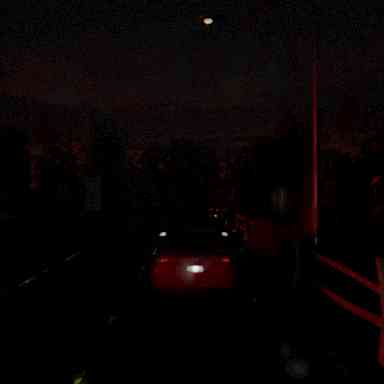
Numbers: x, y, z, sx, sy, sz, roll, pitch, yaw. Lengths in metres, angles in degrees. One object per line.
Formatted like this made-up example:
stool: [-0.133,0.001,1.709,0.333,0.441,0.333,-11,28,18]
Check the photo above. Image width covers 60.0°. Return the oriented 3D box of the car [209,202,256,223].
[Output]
car: [3.304,1.545,25.747,2.128,1.511,4.902,1,0,41]

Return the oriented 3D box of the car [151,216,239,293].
car: [0.056,1.570,8.932,1.994,1.385,4.181,0,0,0]
